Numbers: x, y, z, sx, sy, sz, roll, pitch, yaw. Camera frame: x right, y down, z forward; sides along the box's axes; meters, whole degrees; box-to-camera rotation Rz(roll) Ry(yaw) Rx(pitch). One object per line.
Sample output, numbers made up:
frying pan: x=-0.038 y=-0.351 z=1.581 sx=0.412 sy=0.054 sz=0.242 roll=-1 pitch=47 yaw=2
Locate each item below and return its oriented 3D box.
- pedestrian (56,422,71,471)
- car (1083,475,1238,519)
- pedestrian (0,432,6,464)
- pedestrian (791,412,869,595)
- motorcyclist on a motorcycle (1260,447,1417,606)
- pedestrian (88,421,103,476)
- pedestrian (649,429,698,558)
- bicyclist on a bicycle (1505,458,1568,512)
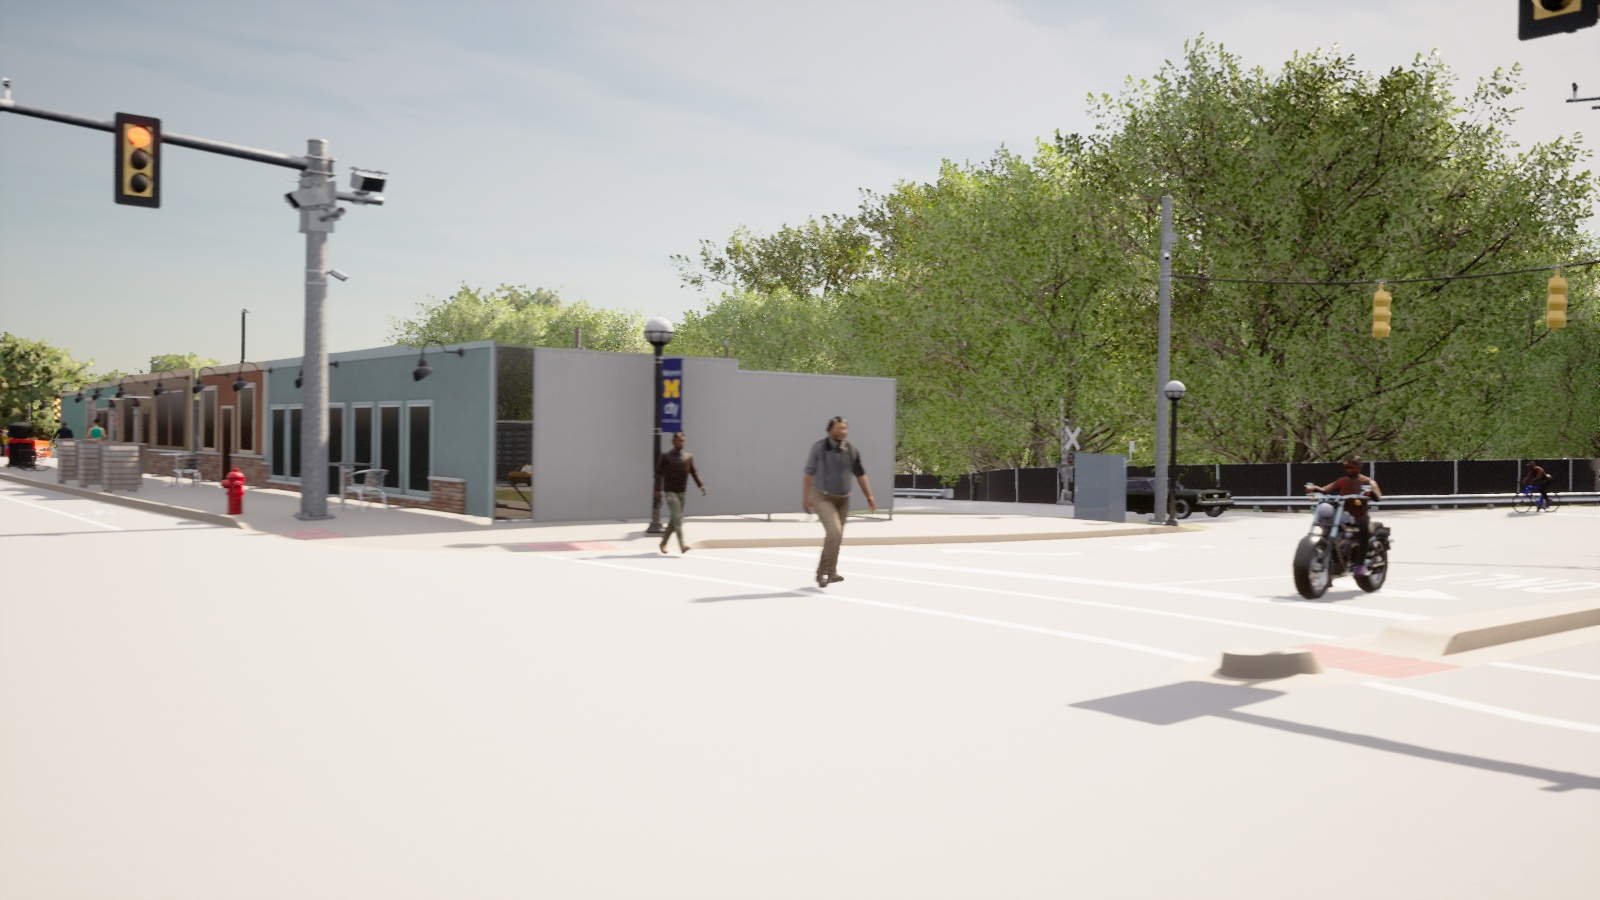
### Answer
pedestrian: x=-28.053 y=-0.127 z=47.830 sx=0.402 sy=1.842 sz=0.726 roll=0 pitch=1 yaw=-38
car: x=11.710 y=1.495 z=41.075 sx=1.895 sy=1.301 sz=4.718 roll=-1 pitch=0 yaw=-36
pedestrian: x=-44.883 y=-0.115 z=70.521 sx=0.370 sy=1.835 sz=0.726 roll=0 pitch=1 yaw=-24
pedestrian: x=0.303 y=0.532 z=13.085 sx=0.540 sy=1.848 sz=0.694 roll=0 pitch=1 yaw=-24
motorcyclist on a motorcycle: x=6.125 y=0.831 z=14.212 sx=2.350 sy=1.649 sz=0.766 roll=2 pitch=-1 yaw=-45
pedestrian: x=-23.858 y=-0.056 z=42.515 sx=0.345 sy=1.836 sz=0.594 roll=0 pitch=1 yaw=-38
pedestrian: x=-1.849 y=0.616 z=18.334 sx=0.431 sy=1.840 sz=0.703 roll=0 pitch=1 yaw=-32
bicyclist on a bicycle: x=23.064 y=1.082 z=39.313 sx=1.656 sy=1.620 sz=0.582 roll=-2 pitch=1 yaw=-7
